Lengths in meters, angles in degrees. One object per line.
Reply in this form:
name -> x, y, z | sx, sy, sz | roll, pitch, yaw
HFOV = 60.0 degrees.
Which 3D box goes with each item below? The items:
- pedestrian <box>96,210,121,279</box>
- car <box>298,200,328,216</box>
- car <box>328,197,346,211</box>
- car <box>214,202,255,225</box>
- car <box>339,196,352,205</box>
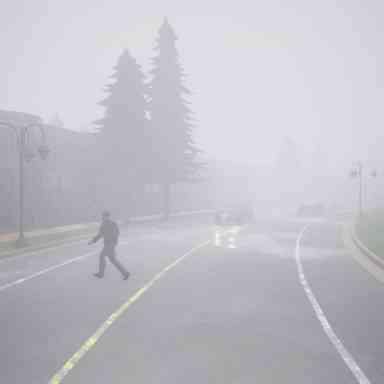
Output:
pedestrian -> -2.119, 1.294, 8.424 | 0.375, 1.860, 0.375 | 0, 0, 11
car -> 11.625, 1.525, 32.369 | 1.812, 1.442, 4.674 | 0, 0, 31
car -> 17.449, 1.601, 41.537 | 1.895, 1.301, 4.718 | 0, 0, 36
car -> 3.210, 1.491, 24.522 | 2.128, 1.511, 4.902 | 0, 0, 26
car -> 26.690, 1.490, 58.658 | 2.128, 1.511, 4.902 | 0, 0, 43
